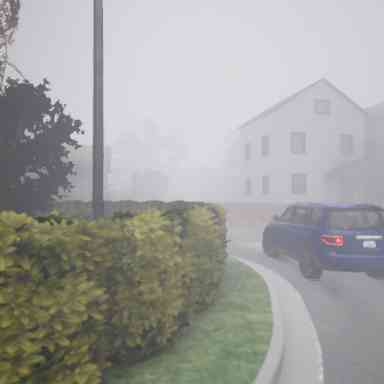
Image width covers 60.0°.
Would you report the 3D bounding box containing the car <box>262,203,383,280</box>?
[{"bbox_3d":[3.990,1.349,10.539,2.150,2.045,5.566,1,0,-4],"label":"car"}]
